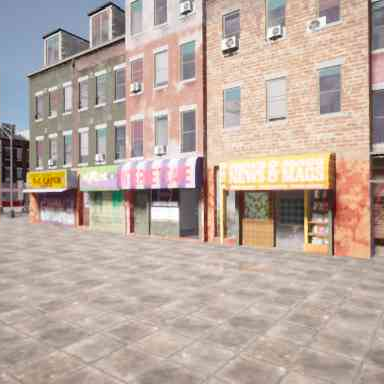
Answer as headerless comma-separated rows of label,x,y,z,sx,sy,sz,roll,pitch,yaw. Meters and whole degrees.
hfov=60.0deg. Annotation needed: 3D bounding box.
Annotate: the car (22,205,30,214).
car,-15.398,1.556,34.545,1.994,1.385,4.181,-1,0,36
